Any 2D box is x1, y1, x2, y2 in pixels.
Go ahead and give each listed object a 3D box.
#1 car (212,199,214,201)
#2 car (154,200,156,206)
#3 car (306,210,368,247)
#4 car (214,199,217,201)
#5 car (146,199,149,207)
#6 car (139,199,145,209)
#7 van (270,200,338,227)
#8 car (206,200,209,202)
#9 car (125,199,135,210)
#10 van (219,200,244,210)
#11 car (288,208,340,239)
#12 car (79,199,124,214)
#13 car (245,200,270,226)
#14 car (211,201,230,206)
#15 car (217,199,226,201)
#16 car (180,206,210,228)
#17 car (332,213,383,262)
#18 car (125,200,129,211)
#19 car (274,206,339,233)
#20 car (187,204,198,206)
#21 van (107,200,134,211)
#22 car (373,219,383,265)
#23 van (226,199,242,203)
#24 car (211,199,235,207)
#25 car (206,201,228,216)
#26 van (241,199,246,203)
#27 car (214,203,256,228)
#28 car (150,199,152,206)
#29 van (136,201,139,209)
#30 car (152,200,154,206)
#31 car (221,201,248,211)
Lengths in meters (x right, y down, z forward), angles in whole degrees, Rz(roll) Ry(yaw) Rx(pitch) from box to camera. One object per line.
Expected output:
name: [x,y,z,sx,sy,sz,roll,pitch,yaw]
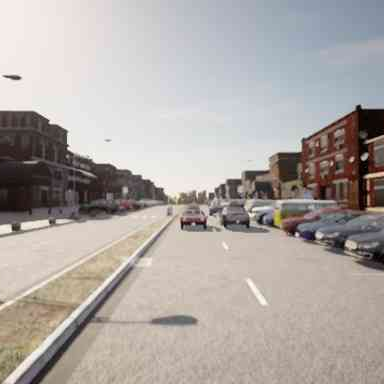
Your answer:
car: [7.617,2.781,77.182,4.553,1.767,2.185,0,-1,0]
car: [-12.998,3.079,88.535,5.366,1.575,1.946,0,-1,0]
car: [7.649,1.644,13.769,4.892,1.521,2.231,0,-1,0]
car: [7.833,2.815,71.664,5.366,1.575,1.946,0,-1,0]
car: [-12.835,2.859,74.516,5.008,1.535,2.097,0,-1,0]
car: [-12.827,2.473,66.303,5.566,2.045,2.435,0,-1,0]
van: [7.758,1.556,21.918,4.442,1.987,1.878,0,-1,0]
car: [7.622,2.950,93.720,5.566,2.045,2.435,0,-1,0]
car: [-12.924,2.263,55.070,5.566,2.045,2.435,0,-1,0]
van: [7.530,2.449,63.394,4.442,1.987,1.878,0,-1,0]
car: [7.613,1.716,16.524,4.792,1.488,2.163,0,-1,0]
car: [-12.964,2.088,46.735,5.566,2.045,2.435,0,-1,0]
car: [7.615,1.644,27.554,5.566,2.045,2.435,0,-1,0]
car: [7.644,3.139,90.957,5.008,1.535,2.097,0,-1,0]
car: [7.618,2.319,57.879,5.566,2.045,2.435,0,-1,0]
car: [0.101,1.962,24.966,1.895,1.301,4.718,0,-1,0]
car: [7.647,1.605,11.013,4.892,1.521,2.231,0,-1,0]
car: [-12.880,2.490,52.411,4.792,1.488,2.163,0,-1,0]
car: [7.648,1.733,19.280,5.008,1.535,2.097,0,-1,0]
car: [0.106,2.256,41.968,1.837,1.490,4.892,0,-2,0]
van: [-12.992,2.399,60.751,4.442,1.987,1.878,0,-1,0]
car: [7.637,1.567,8.257,5.008,1.535,2.097,0,-1,0]
van: [7.762,2.176,49.604,4.442,1.987,1.878,0,-1,0]
car: [7.677,2.743,82.698,5.566,2.045,2.435,0,-1,0]
car: [3.100,2.261,42.160,1.837,1.490,4.892,0,-2,0]
van: [7.527,1.796,33.064,4.442,1.987,1.878,0,-1,0]
car: [3.101,1.852,24.858,2.128,1.511,4.902,0,-1,0]
car: [-12.836,2.946,80.075,4.892,1.521,2.231,0,-1,0]
van: [-12.982,2.447,63.404,4.442,1.987,1.878,0,-1,0]
car: [-12.829,2.989,82.979,5.008,1.535,2.097,0,-1,0]
car: [7.678,2.498,60.635,4.553,1.767,2.185,0,-1,0]
